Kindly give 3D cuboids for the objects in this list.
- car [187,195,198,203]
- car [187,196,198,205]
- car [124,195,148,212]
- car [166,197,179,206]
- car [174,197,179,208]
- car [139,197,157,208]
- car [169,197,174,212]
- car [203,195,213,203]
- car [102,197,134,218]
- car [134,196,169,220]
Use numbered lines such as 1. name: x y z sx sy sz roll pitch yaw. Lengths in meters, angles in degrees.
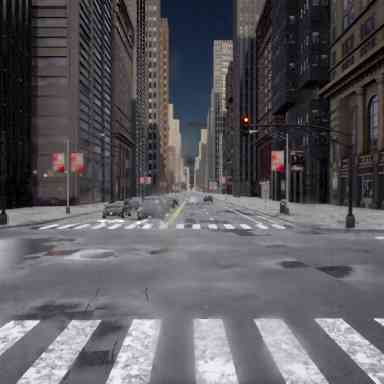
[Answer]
1. car: 0.103 1.467 69.814 2.033 1.411 5.357 0 0 0
2. car: 0.099 1.476 56.847 1.812 1.442 4.674 0 0 0
3. car: -6.595 1.325 39.730 2.097 1.767 4.553 0 0 0
4. car: -3.311 1.551 56.499 1.895 1.301 4.718 0 0 0
5. car: -3.337 1.530 46.482 1.994 1.385 4.181 0 0 0
6. car: -6.586 1.509 50.027 2.033 1.411 5.357 0 0 0
7. car: -3.350 1.502 36.459 1.812 1.442 4.674 0 0 0
8. car: 3.353 1.424 69.902 1.837 1.490 4.892 0 0 0
9. car: -6.599 1.487 29.576 1.837 1.490 4.892 0 0 0
10. car: -3.289 1.336 27.675 2.097 1.767 4.553 0 0 -2
